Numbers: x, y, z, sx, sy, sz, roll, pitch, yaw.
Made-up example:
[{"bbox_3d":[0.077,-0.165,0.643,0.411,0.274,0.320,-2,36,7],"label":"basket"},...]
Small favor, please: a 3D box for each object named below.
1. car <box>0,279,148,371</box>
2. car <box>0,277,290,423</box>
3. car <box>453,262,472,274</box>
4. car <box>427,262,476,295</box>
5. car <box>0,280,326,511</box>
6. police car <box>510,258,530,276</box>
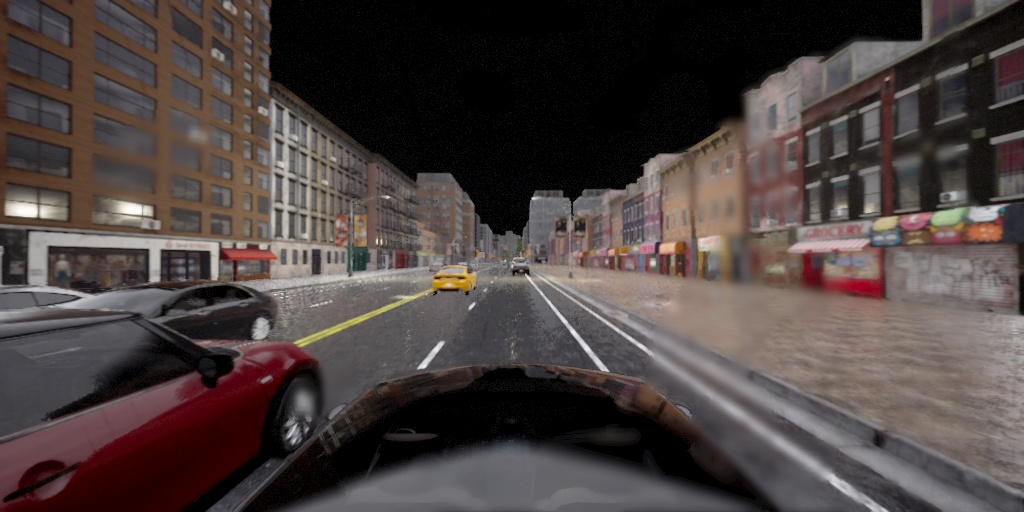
[{"bbox_3d":[-9.837,1.286,6.456,1.812,1.442,4.674,0,0,0],"label":"car"},{"bbox_3d":[-6.598,1.266,6.741,1.837,1.490,4.892,0,0,0],"label":"car"},{"bbox_3d":[-6.565,1.532,48.059,1.812,1.442,4.674,0,0,0],"label":"car"},{"bbox_3d":[-3.148,1.297,20.328,1.882,1.535,5.008,0,0,0],"label":"car"},{"bbox_3d":[-3.150,1.103,2.202,2.097,1.767,4.553,0,0,0],"label":"car"},{"bbox_3d":[0.985,1.378,40.538,1.930,1.638,5.238,0,0,0],"label":"police car"}]
